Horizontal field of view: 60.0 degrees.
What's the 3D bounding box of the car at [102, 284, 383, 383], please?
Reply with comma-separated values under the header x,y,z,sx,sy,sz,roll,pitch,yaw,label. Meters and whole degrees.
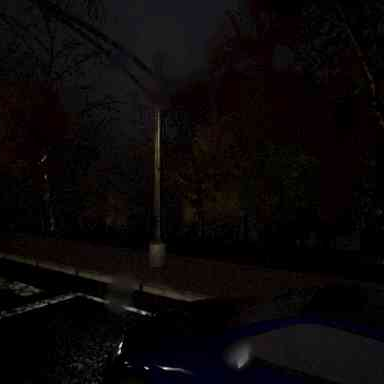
x,y,z,sx,sy,sz,roll,pitch,yaw,label
1.158,1.564,2.857,4.181,1.385,1.994,0,0,35,car
